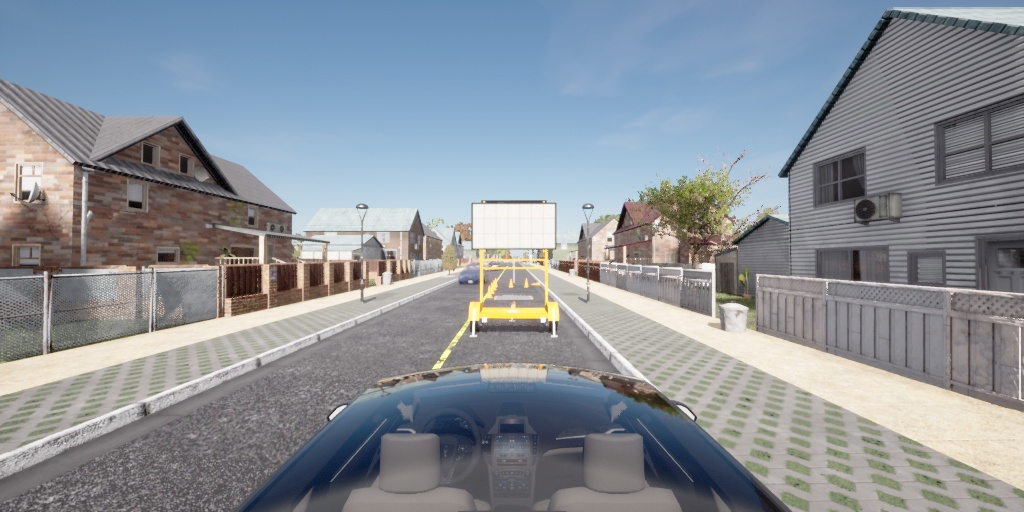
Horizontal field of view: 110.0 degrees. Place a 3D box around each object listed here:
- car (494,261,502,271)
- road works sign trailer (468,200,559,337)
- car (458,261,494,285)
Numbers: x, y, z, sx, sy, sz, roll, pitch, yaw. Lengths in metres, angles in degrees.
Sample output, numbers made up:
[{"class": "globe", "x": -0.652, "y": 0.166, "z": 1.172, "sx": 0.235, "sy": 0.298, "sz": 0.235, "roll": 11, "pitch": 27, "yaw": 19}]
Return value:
[{"class": "car", "x": -2.508, "y": 1.351, "z": 51.814, "sx": 2.128, "sy": 1.511, "sz": 4.902, "roll": 0, "pitch": 0, "yaw": 0}, {"class": "road works sign trailer", "x": 0.057, "y": 0.220, "z": 10.260, "sx": 2.380, "sy": 3.560, "sz": 2.880, "roll": 0, "pitch": 0, "yaw": 1}, {"class": "car", "x": -2.730, "y": 1.330, "z": 26.423, "sx": 2.033, "sy": 1.411, "sz": 5.357, "roll": 0, "pitch": 0, "yaw": 0}]
